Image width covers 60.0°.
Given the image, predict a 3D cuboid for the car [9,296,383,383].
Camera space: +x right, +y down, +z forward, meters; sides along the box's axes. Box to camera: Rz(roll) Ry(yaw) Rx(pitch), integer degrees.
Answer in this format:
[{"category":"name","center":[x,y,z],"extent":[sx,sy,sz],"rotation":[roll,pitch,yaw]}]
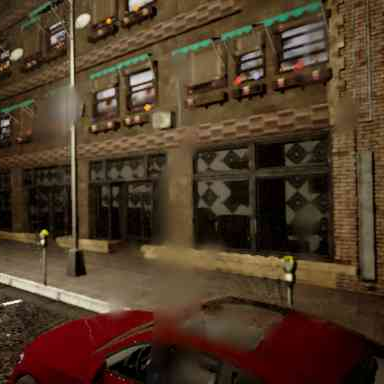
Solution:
[{"category":"car","center":[0.177,1.593,2.760],"extent":[4.206,1.307,1.802],"rotation":[-1,-1,35]}]
